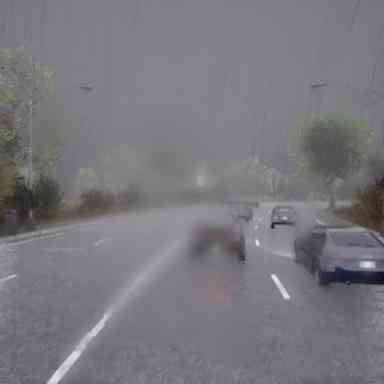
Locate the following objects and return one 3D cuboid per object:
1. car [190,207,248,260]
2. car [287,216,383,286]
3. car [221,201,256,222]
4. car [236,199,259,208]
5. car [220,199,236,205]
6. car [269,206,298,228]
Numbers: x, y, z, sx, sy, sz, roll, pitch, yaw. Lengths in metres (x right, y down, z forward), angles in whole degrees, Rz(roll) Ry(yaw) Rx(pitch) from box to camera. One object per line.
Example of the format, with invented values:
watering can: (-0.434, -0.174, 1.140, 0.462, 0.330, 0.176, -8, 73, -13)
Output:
car: (1.057, 1.562, 12.746, 1.837, 1.490, 4.892, 0, 0, 7)
car: (4.173, 1.619, 9.481, 1.994, 1.385, 4.181, 0, 0, 6)
car: (3.977, 1.691, 27.703, 1.994, 1.385, 4.181, 0, 0, 15)
car: (8.958, 1.785, 51.363, 2.033, 1.411, 5.357, 0, 0, 26)
car: (6.157, 1.826, 53.470, 1.895, 1.301, 4.718, 0, 0, 27)
car: (6.336, 1.668, 22.927, 2.033, 1.411, 5.357, 0, 0, 14)
